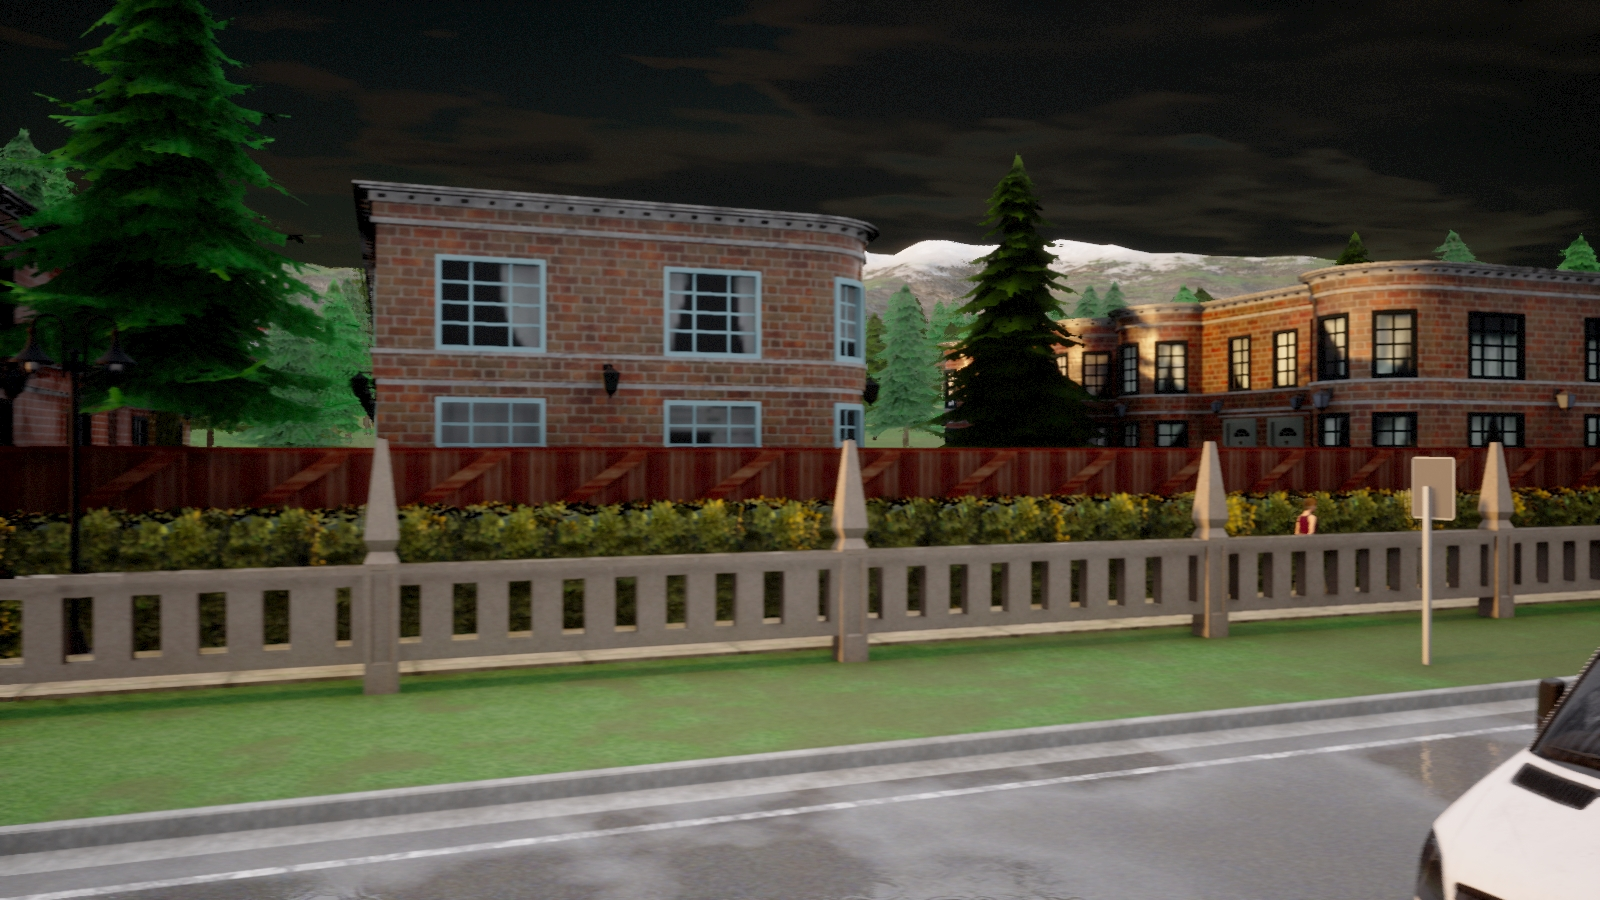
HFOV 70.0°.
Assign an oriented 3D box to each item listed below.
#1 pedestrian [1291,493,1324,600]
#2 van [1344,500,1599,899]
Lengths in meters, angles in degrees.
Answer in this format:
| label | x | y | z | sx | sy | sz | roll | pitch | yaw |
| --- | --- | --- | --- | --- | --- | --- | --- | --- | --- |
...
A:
| label | x | y | z | sx | sy | sz | roll | pitch | yaw |
| --- | --- | --- | --- | --- | --- | --- | --- | --- | --- |
| pedestrian | 9.000 | 1.699 | 20.254 | 0.375 | 1.860 | 0.375 | 0 | 0 | -20 |
| van | 5.636 | 1.532 | 5.341 | 5.915 | 2.561 | 1.988 | 0 | 0 | -20 |
